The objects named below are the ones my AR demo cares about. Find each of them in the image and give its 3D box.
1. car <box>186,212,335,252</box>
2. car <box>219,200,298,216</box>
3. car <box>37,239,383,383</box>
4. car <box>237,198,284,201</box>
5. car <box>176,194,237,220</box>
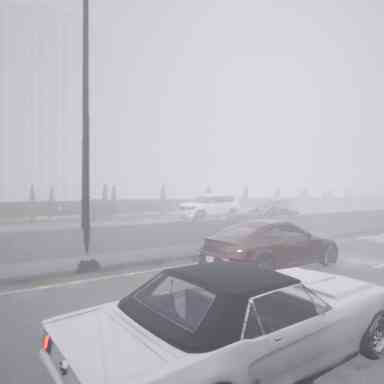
[{"bbox_3d":[2.322,1.525,9.697,4.674,1.442,1.812,0,0,-36],"label":"car"},{"bbox_3d":[4.337,1.489,19.976,4.902,1.511,2.128,0,0,-35],"label":"car"},{"bbox_3d":[0.737,1.600,4.268,4.718,1.301,1.895,0,0,-36],"label":"car"},{"bbox_3d":[6.077,1.349,25.513,4.553,1.767,2.097,0,0,-35],"label":"car"},{"bbox_3d":[1.440,1.218,26.508,5.566,2.045,2.150,0,0,-35],"label":"car"}]
